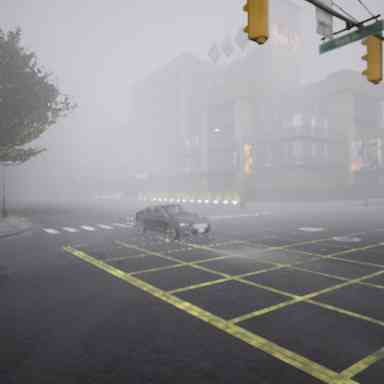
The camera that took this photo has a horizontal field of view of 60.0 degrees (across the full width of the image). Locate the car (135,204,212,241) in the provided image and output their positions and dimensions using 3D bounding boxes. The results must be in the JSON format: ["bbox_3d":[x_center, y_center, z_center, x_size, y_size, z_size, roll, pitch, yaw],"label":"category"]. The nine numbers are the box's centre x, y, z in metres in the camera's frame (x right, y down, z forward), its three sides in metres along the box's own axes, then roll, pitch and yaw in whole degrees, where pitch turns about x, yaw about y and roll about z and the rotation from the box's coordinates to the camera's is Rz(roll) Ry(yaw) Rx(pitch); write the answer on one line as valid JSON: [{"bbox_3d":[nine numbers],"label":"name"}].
[{"bbox_3d":[-1.034,1.335,15.850,2.128,1.511,4.902,-1,1,-36],"label":"car"}]
